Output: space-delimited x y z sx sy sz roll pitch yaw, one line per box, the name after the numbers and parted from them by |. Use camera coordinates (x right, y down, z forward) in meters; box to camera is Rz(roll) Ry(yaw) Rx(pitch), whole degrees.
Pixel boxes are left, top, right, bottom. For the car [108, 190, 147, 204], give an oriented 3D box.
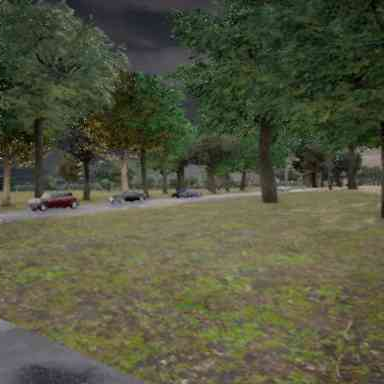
-7.419 0.584 38.467 2.128 1.511 4.902 -1 2 38 | car

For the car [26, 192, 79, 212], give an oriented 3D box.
-13.049 0.812 31.165 2.097 1.767 4.553 -1 2 38 | car

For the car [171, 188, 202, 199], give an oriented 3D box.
-0.676 0.211 47.210 2.033 1.411 5.357 -1 1 37 | car

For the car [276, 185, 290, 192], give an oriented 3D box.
17.415 -0.685 64.650 1.895 1.301 4.718 -1 1 37 | car
